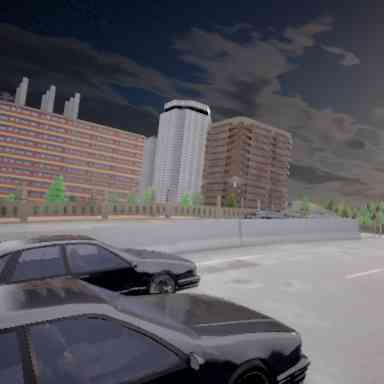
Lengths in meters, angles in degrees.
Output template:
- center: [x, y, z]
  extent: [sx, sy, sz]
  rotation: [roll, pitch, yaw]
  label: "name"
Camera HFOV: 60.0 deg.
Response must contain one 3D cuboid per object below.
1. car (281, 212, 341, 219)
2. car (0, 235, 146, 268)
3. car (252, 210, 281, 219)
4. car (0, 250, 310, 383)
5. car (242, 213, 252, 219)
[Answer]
- center: [8.989, 2.183, 23.277]
  extent: [5.357, 1.411, 2.033]
  rotation: [5, -3, -35]
  label: "car"
- center: [-2.440, 1.548, 6.303]
  extent: [5.357, 1.411, 2.033]
  rotation: [0, 0, -35]
  label: "car"
- center: [7.320, 2.268, 26.386]
  extent: [4.718, 1.301, 1.895]
  rotation: [5, -3, -35]
  label: "car"
- center: [-1.338, 1.548, 2.790]
  extent: [5.357, 1.411, 2.033]
  rotation: [0, 0, -35]
  label: "car"
- center: [6.468, 2.344, 30.074]
  extent: [4.181, 1.385, 1.994]
  rotation: [6, -3, -35]
  label: "car"
